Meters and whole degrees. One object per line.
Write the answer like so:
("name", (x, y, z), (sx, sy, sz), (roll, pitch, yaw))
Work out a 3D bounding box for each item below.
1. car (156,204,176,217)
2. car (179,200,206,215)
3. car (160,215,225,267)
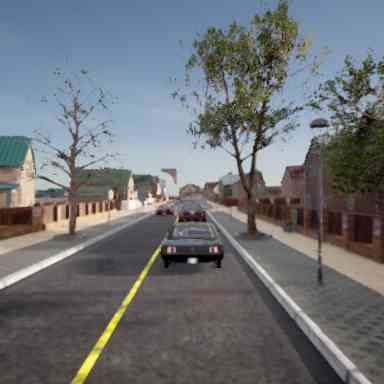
("car", (-2.785, 1.934, 35.828), (1.895, 1.301, 4.718), (0, -1, 1))
("car", (0.050, 1.607, 27.289), (2.097, 1.767, 4.553), (0, -1, 1))
("car", (0.041, 1.711, 11.791), (1.895, 1.301, 4.718), (0, -1, 1))
